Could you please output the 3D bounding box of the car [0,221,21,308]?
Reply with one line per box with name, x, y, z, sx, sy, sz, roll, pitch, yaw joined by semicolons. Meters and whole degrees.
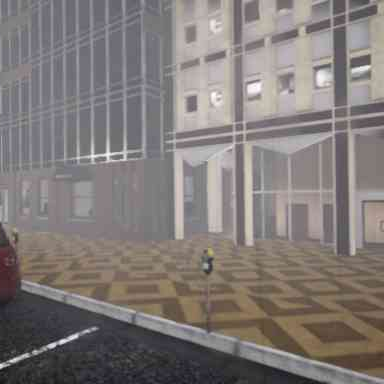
car;-5.488;1.403;6.788;5.009;1.841;2.192;-1;-1;35
